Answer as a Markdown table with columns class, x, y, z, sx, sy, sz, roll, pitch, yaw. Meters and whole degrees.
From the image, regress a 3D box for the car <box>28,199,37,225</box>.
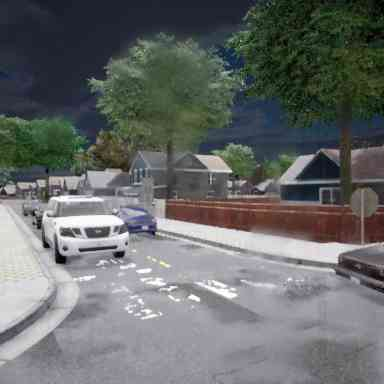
| class | x | y | z | sx | sy | sz | roll | pitch | yaw |
| --- | --- | --- | --- | --- | --- | --- | --- | --- | --- |
| car | -9.128 | 1.433 | 21.425 | 1.882 | 1.535 | 5.008 | 0 | 0 | -30 |

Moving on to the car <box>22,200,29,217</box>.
| class | x | y | z | sx | sy | sz | roll | pitch | yaw |
| --- | --- | --- | --- | --- | --- | --- | --- | --- | --- |
| car | -14.673 | 1.454 | 30.914 | 2.128 | 1.511 | 4.902 | 0 | 0 | -30 |

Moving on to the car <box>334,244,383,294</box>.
| class | x | y | z | sx | sy | sz | roll | pitch | yaw |
| --- | --- | --- | --- | --- | --- | --- | --- | --- | --- |
| car | 6.157 | 1.526 | 7.661 | 5.357 | 1.411 | 2.033 | 0 | 0 | -10 |

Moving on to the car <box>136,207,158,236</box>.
| class | x | y | z | sx | sy | sz | roll | pitch | yaw |
| --- | --- | --- | --- | --- | --- | --- | --- | --- | --- |
| car | -3.333 | 1.479 | 17.222 | 1.812 | 1.442 | 4.674 | 0 | 0 | -31 |

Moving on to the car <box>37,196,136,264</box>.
| class | x | y | z | sx | sy | sz | roll | pitch | yaw |
| --- | --- | --- | --- | --- | --- | --- | --- | --- | --- |
| car | -4.142 | 1.186 | 12.252 | 2.150 | 2.045 | 5.566 | 0 | 0 | -30 |

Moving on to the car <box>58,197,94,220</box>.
| class | x | y | z | sx | sy | sz | roll | pitch | yaw |
| --- | --- | --- | --- | --- | --- | --- | --- | --- | --- |
| car | -10.030 | 1.304 | 28.513 | 2.097 | 1.767 | 4.553 | 0 | 0 | -30 |
